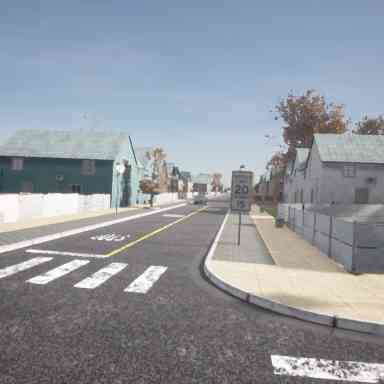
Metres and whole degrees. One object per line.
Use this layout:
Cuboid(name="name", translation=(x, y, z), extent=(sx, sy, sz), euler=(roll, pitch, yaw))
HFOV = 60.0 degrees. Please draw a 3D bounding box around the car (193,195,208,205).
Cuboid(name="car", translation=(1.375, 1.198, 50.750), extent=(1.837, 1.490, 4.892), euler=(3, 1, 8))
